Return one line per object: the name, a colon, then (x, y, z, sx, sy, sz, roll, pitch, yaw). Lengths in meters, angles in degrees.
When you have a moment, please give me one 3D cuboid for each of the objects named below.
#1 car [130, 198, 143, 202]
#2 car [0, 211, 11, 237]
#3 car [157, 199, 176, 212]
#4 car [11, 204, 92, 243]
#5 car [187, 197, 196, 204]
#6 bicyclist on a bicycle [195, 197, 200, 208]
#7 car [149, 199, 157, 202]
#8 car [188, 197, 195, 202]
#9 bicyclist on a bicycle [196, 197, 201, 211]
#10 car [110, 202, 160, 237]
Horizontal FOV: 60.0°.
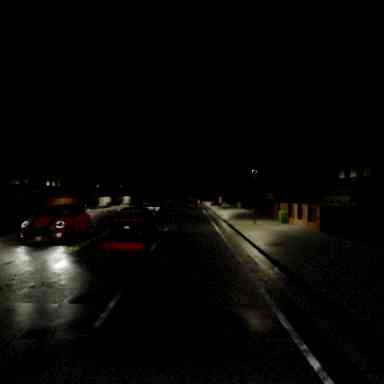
car: (-9.808, 1.889, 58.712, 1.837, 1.490, 4.892, 0, 0, 1)
car: (-9.854, 1.631, 16.341, 2.033, 1.411, 5.357, 0, 0, 0)
car: (-3.158, 1.758, 44.255, 1.882, 1.535, 5.008, 0, 0, 0)
car: (-6.605, 1.437, 16.572, 2.097, 1.767, 4.553, 0, 0, 0)
car: (-0.015, 2.037, 76.226, 2.128, 1.511, 4.902, 0, 0, 0)
bicyclist on a bicycle: (0.882, 1.719, 53.580, 0.659, 1.776, 1.843, 0, 0, 0)
car: (-6.551, 1.932, 58.527, 2.033, 1.411, 5.357, 0, 0, 1)
car: (-0.018, 2.018, 89.154, 1.812, 1.442, 4.674, 0, 0, 0)
bicyclist on a bicycle: (0.877, 1.720, 44.650, 0.866, 1.612, 1.509, 0, -1, 0)
car: (-3.153, 1.575, 18.575, 1.882, 1.535, 5.008, 0, 0, 0)
